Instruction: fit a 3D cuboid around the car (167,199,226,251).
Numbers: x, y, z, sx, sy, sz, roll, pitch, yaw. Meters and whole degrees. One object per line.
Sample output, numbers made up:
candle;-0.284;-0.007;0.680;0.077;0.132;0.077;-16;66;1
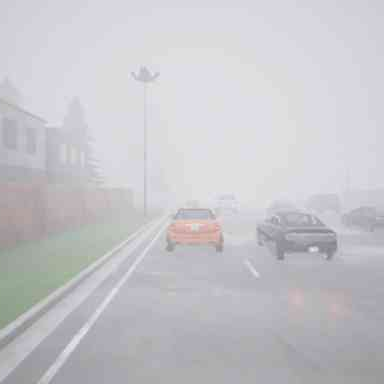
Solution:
car;0.098;1.343;14.268;2.097;1.767;4.553;0;0;0

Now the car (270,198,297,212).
car;10.595;1.501;38.821;1.812;1.442;4.674;0;0;0

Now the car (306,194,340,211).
car;14.096;1.199;36.074;2.150;2.045;5.566;0;0;0

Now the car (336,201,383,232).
car;10.597;1.514;19.652;1.812;1.442;4.674;0;0;0

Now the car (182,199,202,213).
car;-0.082;1.540;37.411;1.994;1.385;4.181;0;0;-3

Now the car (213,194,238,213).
car;3.595;1.199;36.079;2.150;2.045;5.566;0;0;0

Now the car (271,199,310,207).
car;7.097;1.531;26.067;2.033;1.411;5.357;0;0;0

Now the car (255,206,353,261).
car;3.598;1.484;12.257;2.128;1.511;4.902;0;0;0
